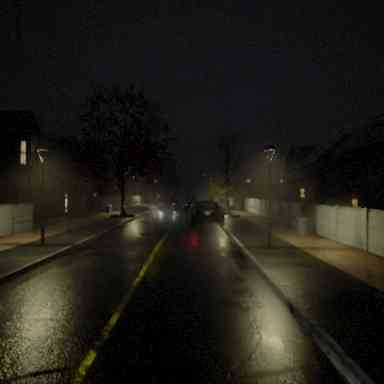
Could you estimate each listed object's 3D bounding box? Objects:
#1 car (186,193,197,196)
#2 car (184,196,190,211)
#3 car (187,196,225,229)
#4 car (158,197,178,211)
[{"bbox_3d":[-0.022,1.227,55.115,2.150,2.045,5.566,0,0,0],"label":"car"},{"bbox_3d":[0.005,1.547,41.629,2.033,1.411,5.357,0,0,1],"label":"car"},{"bbox_3d":[0.922,1.316,21.814,2.097,1.767,4.553,-2,0,0],"label":"car"},{"bbox_3d":[-2.855,1.351,40.204,2.097,1.767,4.553,0,0,0],"label":"car"}]
